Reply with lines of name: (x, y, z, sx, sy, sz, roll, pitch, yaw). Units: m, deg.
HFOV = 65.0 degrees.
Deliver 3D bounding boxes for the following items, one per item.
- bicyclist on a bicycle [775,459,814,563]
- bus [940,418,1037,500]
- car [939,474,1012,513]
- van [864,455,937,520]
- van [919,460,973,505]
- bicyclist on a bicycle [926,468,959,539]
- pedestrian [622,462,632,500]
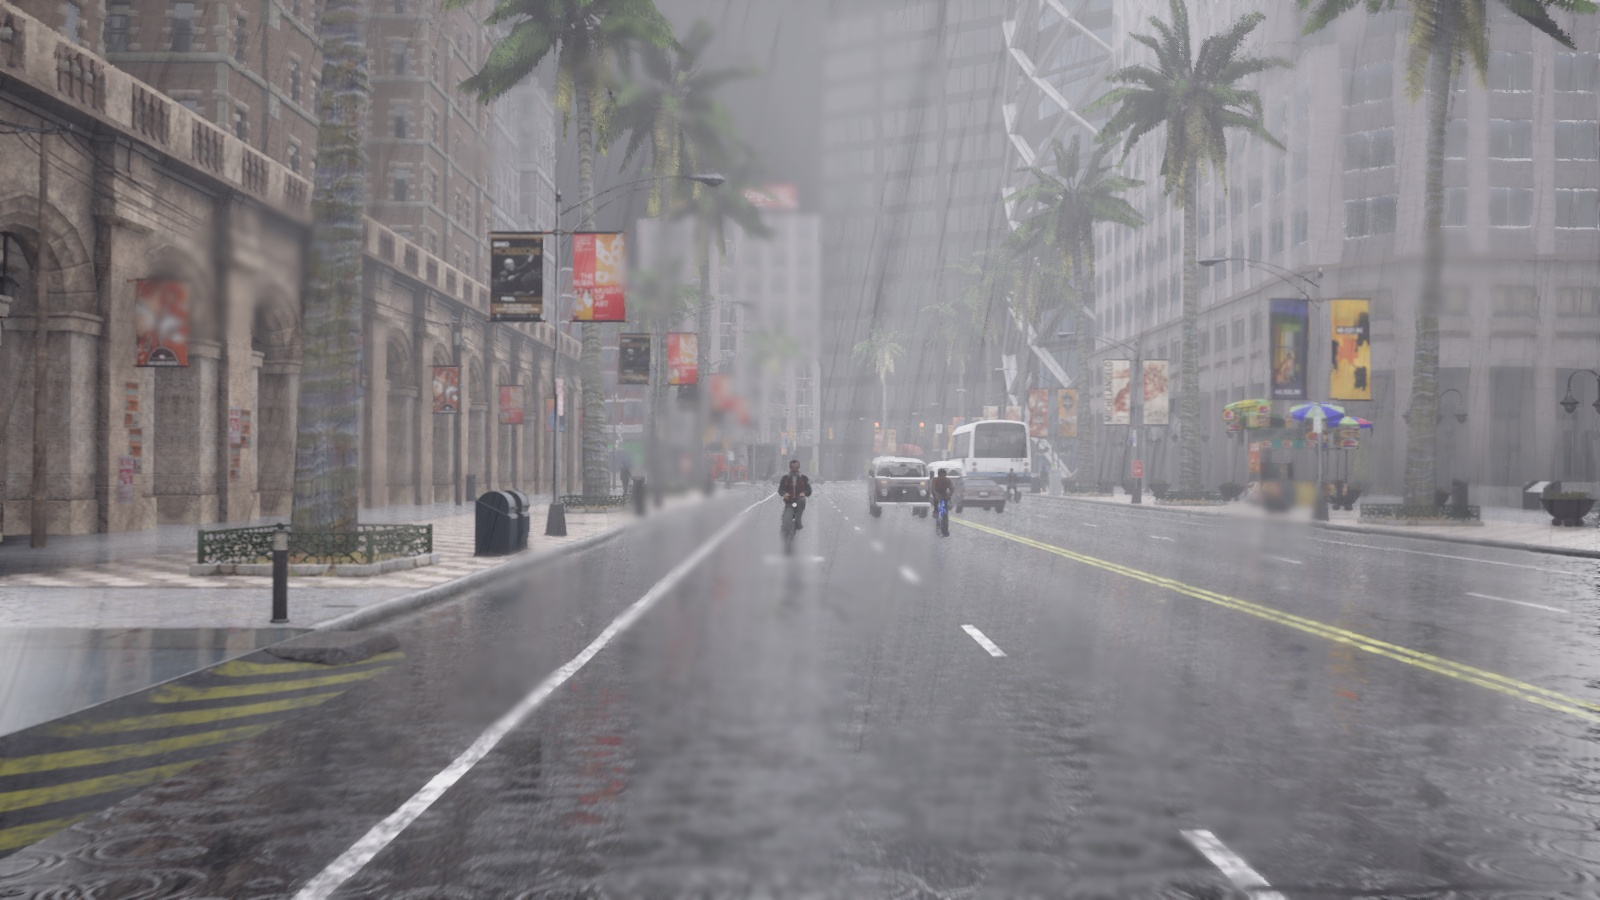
bicyclist on a bicycle: (-0.097, 1.059, 22.314, 0.659, 1.776, 1.843, 0, -1, 0)
bus: (10.401, 0.575, 70.488, 3.944, 4.253, 10.273, 0, -1, 0)
car: (6.789, 1.656, 49.104, 2.033, 1.411, 5.357, 0, -1, 0)
van: (3.316, 1.232, 42.279, 2.069, 2.038, 4.480, 0, -1, 0)
van: (6.814, 1.500, 59.146, 2.069, 2.038, 4.480, 0, -1, 1)
bicyclist on a bicycle: (3.371, 1.254, 29.887, 0.582, 1.620, 1.656, 0, -1, 0)
pedestrian: (-8.962, 1.597, 65.047, 0.423, 1.949, 0.788, 0, -1, 0)
